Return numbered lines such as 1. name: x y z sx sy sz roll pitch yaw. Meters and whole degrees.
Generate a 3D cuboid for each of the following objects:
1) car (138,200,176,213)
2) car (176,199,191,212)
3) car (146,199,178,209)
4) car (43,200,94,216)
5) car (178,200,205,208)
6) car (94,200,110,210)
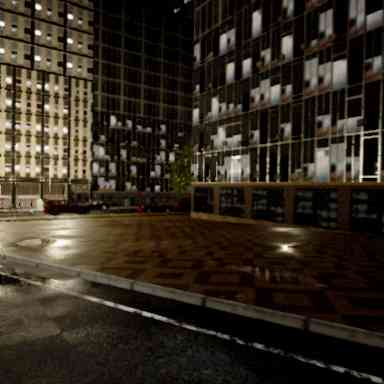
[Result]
1. car: -4.947 2.098 44.426 4.507 1.381 1.887 0 1 -34
2. car: -0.266 1.905 47.626 5.009 1.841 2.192 0 1 -34
3. car: -4.862 1.942 54.034 4.829 1.417 1.752 0 1 -34
4. car: -14.296 1.796 38.015 5.009 1.841 2.192 0 1 -34
5. car: -0.045 2.020 57.335 4.313 1.339 1.947 0 1 -34
6. car: -14.075 1.895 47.723 4.403 1.369 2.008 0 1 -34
